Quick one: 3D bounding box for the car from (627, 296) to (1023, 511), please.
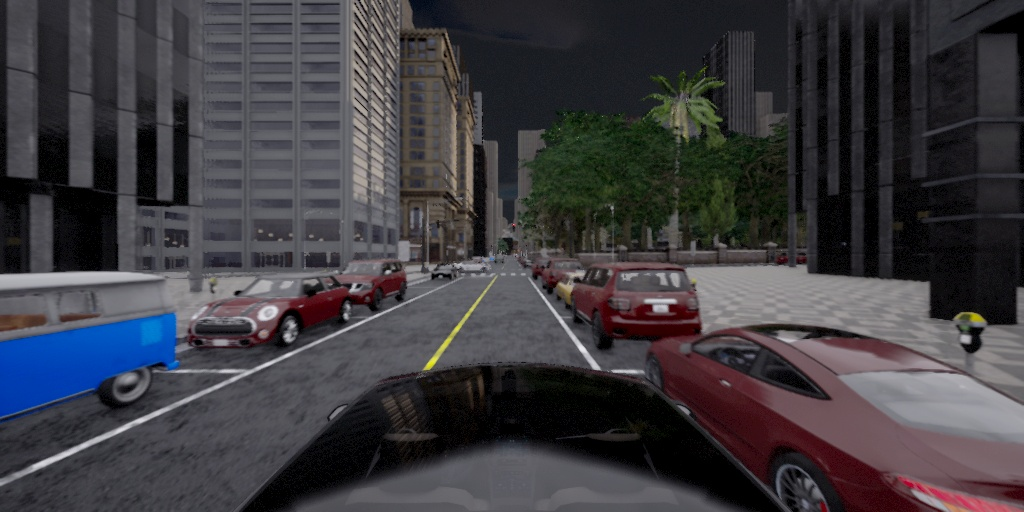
[{"bbox_3d":[2.763,1.331,3.581,1.802,1.307,4.207,0,0,0],"label":"car"}]

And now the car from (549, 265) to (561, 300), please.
[{"bbox_3d":[2.768,1.266,14.724,1.751,1.417,4.829,0,0,0],"label":"car"}]

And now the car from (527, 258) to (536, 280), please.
[{"bbox_3d":[2.774,1.037,31.016,2.192,1.841,5.009,0,0,0],"label":"car"}]

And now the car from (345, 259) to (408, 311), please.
[{"bbox_3d":[-5.757,1.055,14.573,2.192,1.841,5.009,0,0,0],"label":"car"}]

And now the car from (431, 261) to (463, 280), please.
[{"bbox_3d":[-5.751,1.288,31.037,1.948,1.339,4.313,0,0,0],"label":"car"}]

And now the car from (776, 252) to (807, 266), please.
[{"bbox_3d":[34.355,0.262,42.848,4.553,1.767,2.097,-1,0,0],"label":"car"}]

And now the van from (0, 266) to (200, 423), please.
[{"bbox_3d":[-5.762,1.089,3.597,1.690,1.789,3.998,0,0,0],"label":"van"}]

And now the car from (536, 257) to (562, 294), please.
[{"bbox_3d":[2.770,1.051,20.041,2.192,1.841,5.009,0,0,0],"label":"car"}]

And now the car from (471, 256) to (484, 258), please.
[{"bbox_3d":[-5.740,0.981,57.598,2.192,1.841,5.009,0,0,0],"label":"car"}]

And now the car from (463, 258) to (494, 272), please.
[{"bbox_3d":[-4.813,1.264,43.032,4.674,1.442,1.812,0,0,0],"label":"car"}]

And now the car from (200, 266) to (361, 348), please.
[{"bbox_3d":[-5.760,1.184,9.085,1.967,1.591,4.097,0,0,0],"label":"car"}]

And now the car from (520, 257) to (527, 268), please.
[{"bbox_3d":[2.785,1.232,57.575,1.948,1.339,4.313,0,0,0],"label":"car"}]

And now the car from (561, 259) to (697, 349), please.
[{"bbox_3d":[2.766,1.059,9.068,2.192,1.841,5.009,0,0,0],"label":"car"}]
